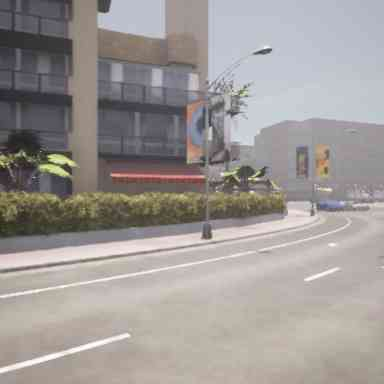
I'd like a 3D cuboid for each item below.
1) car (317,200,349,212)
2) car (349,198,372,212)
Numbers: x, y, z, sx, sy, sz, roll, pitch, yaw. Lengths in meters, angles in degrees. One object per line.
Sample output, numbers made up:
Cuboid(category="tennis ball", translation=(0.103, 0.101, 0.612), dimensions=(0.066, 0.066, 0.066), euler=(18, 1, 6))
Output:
Cuboid(category="car", translation=(17.671, 1.727, 42.630), dimensions=(1.882, 1.535, 5.008), euler=(0, -1, -1))
Cuboid(category="car", translation=(21.164, 1.852, 43.306), dimensions=(1.895, 1.301, 4.718), euler=(0, 0, -1))
